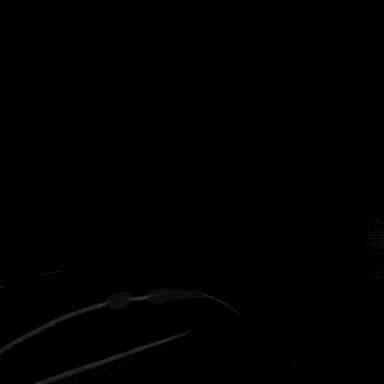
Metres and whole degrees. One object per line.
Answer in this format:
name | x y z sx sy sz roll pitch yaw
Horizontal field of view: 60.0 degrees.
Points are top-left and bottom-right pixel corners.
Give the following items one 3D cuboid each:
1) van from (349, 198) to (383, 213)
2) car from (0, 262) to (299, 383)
van | 23.720 1.815 45.390 1.878 1.987 4.442 2 -1 -35
car | -1.152 1.493 2.864 4.902 1.511 2.128 0 0 -35
